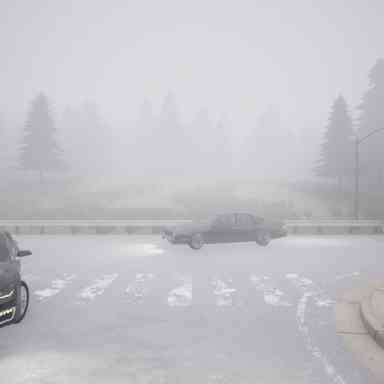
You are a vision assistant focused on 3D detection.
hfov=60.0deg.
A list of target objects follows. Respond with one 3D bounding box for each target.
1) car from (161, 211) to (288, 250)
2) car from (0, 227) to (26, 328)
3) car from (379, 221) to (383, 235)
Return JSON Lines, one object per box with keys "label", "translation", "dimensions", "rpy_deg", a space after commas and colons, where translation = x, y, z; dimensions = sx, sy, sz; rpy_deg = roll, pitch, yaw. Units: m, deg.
{"label": "car", "translation": [1.458, 1.547, 14.289], "dimensions": [5.357, 1.411, 2.033], "rpy_deg": [0, 0, -20]}
{"label": "car", "translation": [-4.457, 1.505, 6.648], "dimensions": [1.837, 1.490, 4.892], "rpy_deg": [0, 0, -28]}
{"label": "car", "translation": [11.237, 1.491, 15.168], "dimensions": [4.902, 1.511, 2.128], "rpy_deg": [0, 0, 0]}
